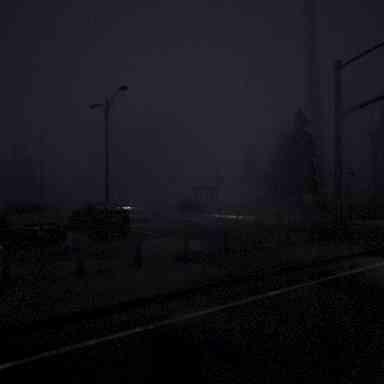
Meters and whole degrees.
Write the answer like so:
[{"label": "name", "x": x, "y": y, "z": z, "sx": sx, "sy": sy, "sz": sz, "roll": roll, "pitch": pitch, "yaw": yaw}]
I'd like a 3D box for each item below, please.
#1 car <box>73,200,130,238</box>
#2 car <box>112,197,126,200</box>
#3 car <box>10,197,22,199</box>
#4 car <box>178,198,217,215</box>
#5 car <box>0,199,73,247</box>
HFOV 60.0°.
[{"label": "car", "x": -4.660, "y": 1.311, "z": 16.526, "sx": 2.007, "sy": 1.523, "sz": 4.514, "roll": 0, "pitch": 0, "yaw": -36}, {"label": "car", "x": -10.631, "y": 1.495, "z": 48.557, "sx": 1.994, "sy": 1.385, "sz": 4.181, "roll": 0, "pitch": 0, "yaw": -36}, {"label": "car", "x": -19.911, "y": 1.345, "z": 37.625, "sx": 1.845, "sy": 1.501, "sz": 3.633, "roll": 0, "pitch": 0, "yaw": -36}, {"label": "car", "x": 0.497, "y": 1.393, "z": 33.302, "sx": 2.128, "sy": 1.511, "sz": 4.902, "roll": 0, "pitch": 0, "yaw": -36}, {"label": "car", "x": -7.173, "y": 1.317, "z": 14.647, "sx": 2.152, "sy": 1.636, "sz": 5.027, "roll": 0, "pitch": 0, "yaw": -36}]
